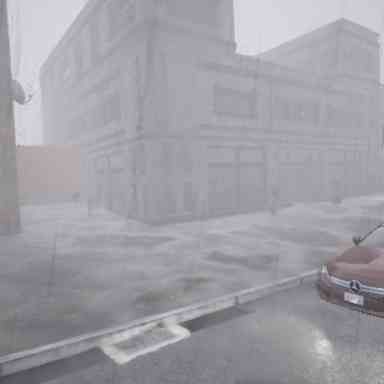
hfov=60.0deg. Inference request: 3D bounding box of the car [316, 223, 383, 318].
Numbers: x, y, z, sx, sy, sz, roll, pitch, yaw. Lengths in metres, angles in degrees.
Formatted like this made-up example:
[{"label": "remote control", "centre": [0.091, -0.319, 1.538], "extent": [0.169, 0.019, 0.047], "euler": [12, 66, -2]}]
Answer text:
[{"label": "car", "centre": [4.400, 1.305, 6.517], "extent": [4.674, 1.442, 1.812], "euler": [-3, 2, -36]}]
